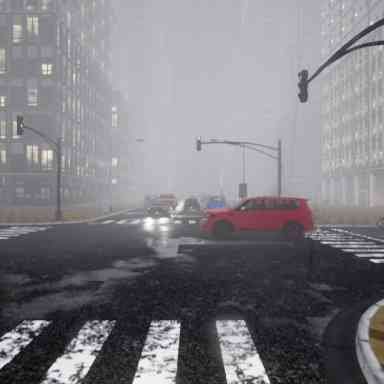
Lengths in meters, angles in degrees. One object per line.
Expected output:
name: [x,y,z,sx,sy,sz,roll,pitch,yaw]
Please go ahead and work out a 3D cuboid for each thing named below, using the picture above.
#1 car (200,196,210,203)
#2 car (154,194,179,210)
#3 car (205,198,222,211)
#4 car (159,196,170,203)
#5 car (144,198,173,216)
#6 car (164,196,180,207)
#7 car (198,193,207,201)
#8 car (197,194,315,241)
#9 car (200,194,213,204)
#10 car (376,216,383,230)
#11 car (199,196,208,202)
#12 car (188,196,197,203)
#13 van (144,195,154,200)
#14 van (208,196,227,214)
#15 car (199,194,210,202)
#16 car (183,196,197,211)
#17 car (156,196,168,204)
car: [2.709,1.538,69.120,1.887,1.381,4.507,0,0,0]
car: [-3.180,1.219,42.899,2.150,2.045,5.566,0,0,1]
car: [2.622,1.542,41.427,1.887,1.381,4.507,0,0,0]
car: [-5.672,1.544,69.152,2.008,1.369,4.403,0,0,0]
car: [-3.227,1.599,32.855,1.895,1.301,4.718,0,0,0]
car: [-3.139,1.488,53.203,2.128,1.511,4.902,0,0,0]
car: [2.776,1.305,85.738,2.192,1.841,5.009,0,0,0]
car: [3.194,1.243,16.586,5.566,2.045,2.150,1,0,-1]
car: [2.688,1.309,63.581,2.192,1.841,5.009,0,0,0]
car: [13.666,1.658,20.059,4.674,1.442,1.812,0,0,-1]
car: [2.753,1.557,80.199,1.947,1.339,4.313,0,0,0]
car: [0.112,1.498,68.130,1.837,1.490,4.892,0,0,0]
van: [-5.758,1.338,46.996,1.690,1.788,3.998,0,0,0]
van: [2.692,1.338,35.888,1.690,1.788,3.998,0,0,0]
car: [2.732,1.307,74.660,2.192,1.841,5.009,0,0,0]
car: [-0.026,1.503,40.186,1.837,1.490,4.892,0,0,1]
car: [-5.694,1.561,63.614,1.947,1.339,4.313,0,0,0]
